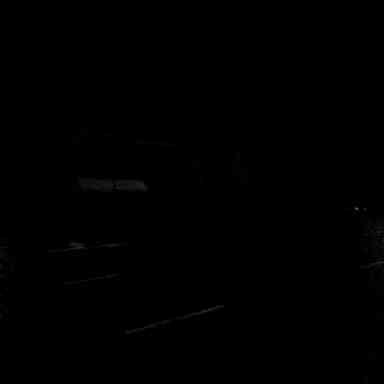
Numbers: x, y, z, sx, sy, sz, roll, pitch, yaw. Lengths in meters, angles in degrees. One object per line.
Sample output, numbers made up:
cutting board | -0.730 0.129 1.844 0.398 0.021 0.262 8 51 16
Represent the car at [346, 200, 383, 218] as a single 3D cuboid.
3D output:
car | 14.927 1.350 27.502 5.357 1.411 2.033 -1 0 -36
